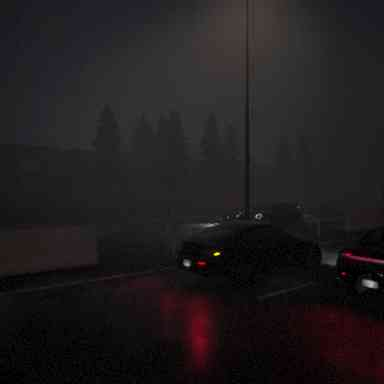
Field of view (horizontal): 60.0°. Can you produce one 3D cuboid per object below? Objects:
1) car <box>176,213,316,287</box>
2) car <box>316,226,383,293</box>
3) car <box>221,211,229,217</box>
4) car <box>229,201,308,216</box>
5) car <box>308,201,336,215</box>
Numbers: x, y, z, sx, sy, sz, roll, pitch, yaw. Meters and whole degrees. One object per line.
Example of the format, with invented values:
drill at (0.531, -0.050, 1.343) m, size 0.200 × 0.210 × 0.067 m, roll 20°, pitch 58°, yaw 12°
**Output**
car at (1.724, 1.546, 9.415) m, size 4.674 × 1.442 × 1.812 m, roll 0°, pitch 0°, yaw -37°
car at (5.299, 1.516, 7.717) m, size 4.902 × 1.511 × 2.128 m, roll 0°, pitch 0°, yaw -37°
car at (4.111, 1.618, 24.568) m, size 4.181 × 1.385 × 1.994 m, roll 0°, pitch 0°, yaw -37°
car at (4.833, 1.399, 20.731) m, size 4.553 × 1.767 × 2.097 m, roll 0°, pitch 0°, yaw -37°
car at (13.377, 1.692, 35.833) m, size 4.718 × 1.301 × 1.895 m, roll 0°, pitch 0°, yaw -37°
